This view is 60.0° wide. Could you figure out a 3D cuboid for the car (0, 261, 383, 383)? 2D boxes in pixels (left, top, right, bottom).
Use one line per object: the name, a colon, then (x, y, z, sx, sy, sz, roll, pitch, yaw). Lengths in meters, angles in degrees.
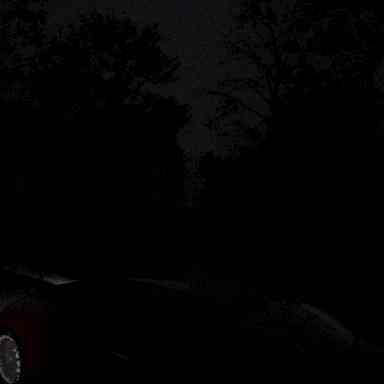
car: (-0.290, 1.520, 3.580, 4.674, 1.442, 1.812, 0, 0, 35)
